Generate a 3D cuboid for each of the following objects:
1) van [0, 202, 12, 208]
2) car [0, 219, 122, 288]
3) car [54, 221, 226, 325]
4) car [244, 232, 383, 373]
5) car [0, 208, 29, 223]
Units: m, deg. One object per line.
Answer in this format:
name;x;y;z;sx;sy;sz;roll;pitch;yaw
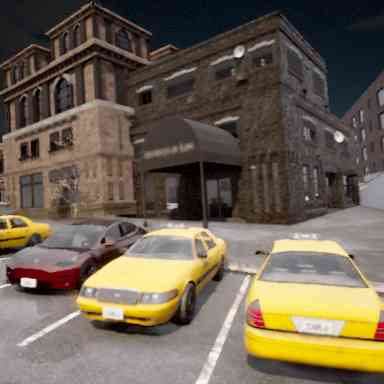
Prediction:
van;-10.151;1.410;14.592;1.878;1.987;4.442;0;-1;16
car;-2.838;1.570;9.432;2.163;1.488;4.792;0;-1;16
car;-0.451;1.512;7.542;1.946;1.575;5.366;0;-1;16
car;2.081;1.505;6.157;1.946;1.575;5.366;0;-1;16
car;-7.741;1.594;12.774;1.946;1.575;5.366;0;-1;16
